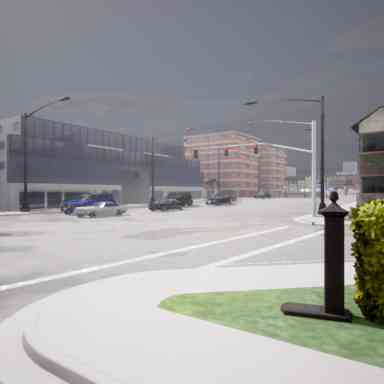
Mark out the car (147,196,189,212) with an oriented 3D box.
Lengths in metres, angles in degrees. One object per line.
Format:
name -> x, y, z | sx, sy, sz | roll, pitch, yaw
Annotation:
car -> -2.817, 1.492, 37.309 | 1.895, 1.301, 4.718 | 0, 1, 35

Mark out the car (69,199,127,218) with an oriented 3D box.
car -> -8.124, 1.555, 29.736 | 1.895, 1.301, 4.718 | 0, 0, 35

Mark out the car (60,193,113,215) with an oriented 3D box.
car -> -10.152, 1.164, 32.945 | 2.150, 2.045, 5.566 | 0, 1, 35

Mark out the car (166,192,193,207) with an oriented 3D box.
car -> -2.070, 1.006, 44.484 | 2.150, 2.045, 5.566 | 0, 1, 35

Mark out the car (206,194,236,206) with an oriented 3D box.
car -> 3.729, 1.160, 46.646 | 2.128, 1.511, 4.902 | 0, 2, 35

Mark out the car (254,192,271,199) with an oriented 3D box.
car -> 14.505, 0.724, 67.954 | 2.033, 1.411, 5.357 | 0, 0, 35
